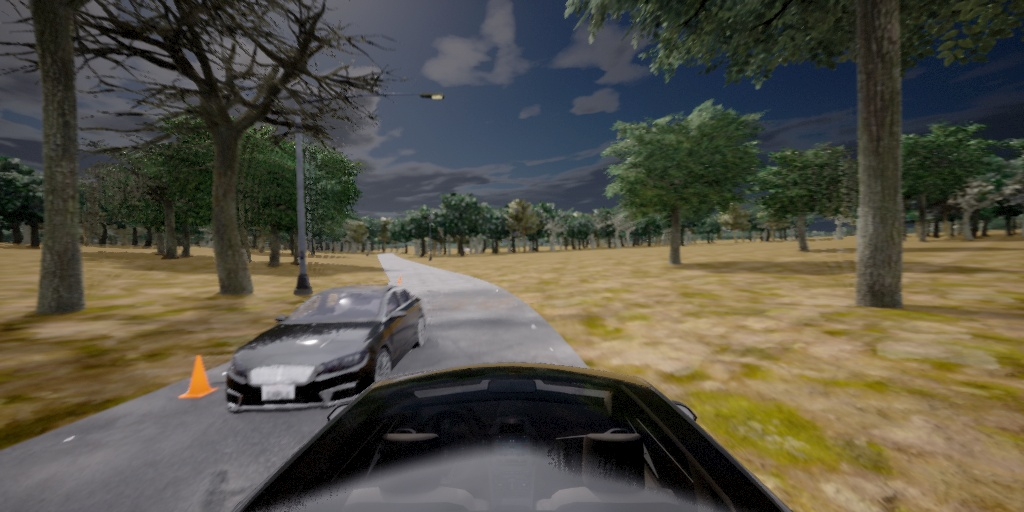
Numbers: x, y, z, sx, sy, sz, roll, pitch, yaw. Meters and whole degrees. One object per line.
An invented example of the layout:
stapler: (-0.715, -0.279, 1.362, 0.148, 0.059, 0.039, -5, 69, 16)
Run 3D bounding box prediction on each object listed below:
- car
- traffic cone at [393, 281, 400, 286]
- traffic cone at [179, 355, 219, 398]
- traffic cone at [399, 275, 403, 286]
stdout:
car: (-2.840, 1.313, 6.576, 2.128, 1.511, 4.902, -1, 0, -3)
traffic cone: (-6.589, 1.810, 19.944, 0.340, 0.580, 0.340, 0, 0, -12)
traffic cone: (-4.820, 1.823, 5.528, 0.340, 0.580, 0.340, 0, 0, -2)
traffic cone: (-7.720, 1.782, 24.658, 0.340, 0.580, 0.340, 0, 0, -15)
